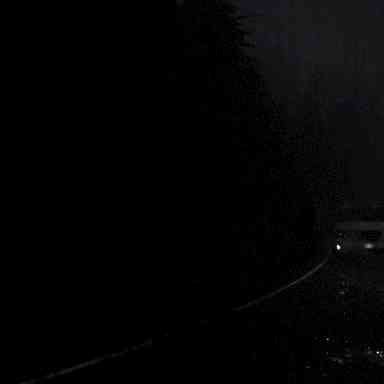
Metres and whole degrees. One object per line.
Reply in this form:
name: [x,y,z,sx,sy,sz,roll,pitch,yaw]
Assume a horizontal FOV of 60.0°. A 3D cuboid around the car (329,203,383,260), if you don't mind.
car: [6.914,1.491,13.479,2.150,2.045,5.566,-3,-3,24]
